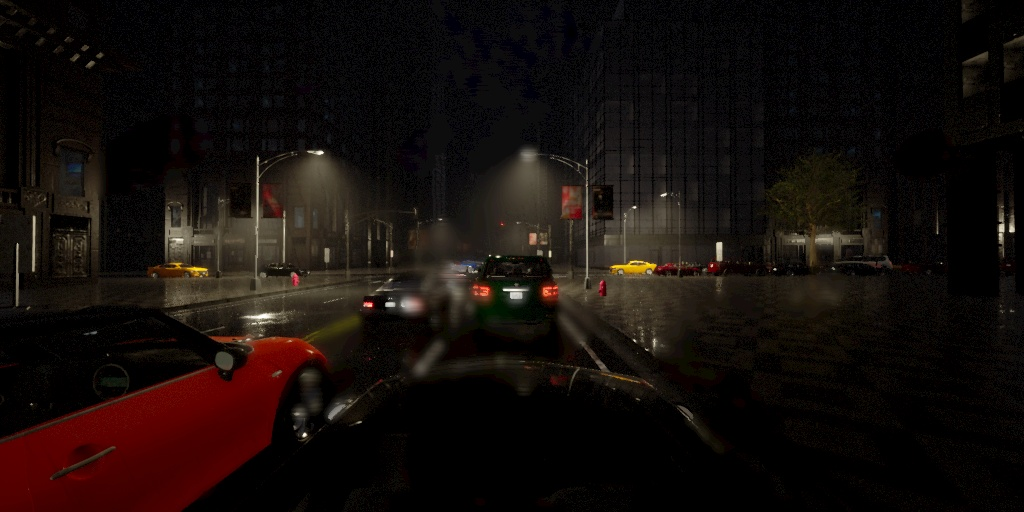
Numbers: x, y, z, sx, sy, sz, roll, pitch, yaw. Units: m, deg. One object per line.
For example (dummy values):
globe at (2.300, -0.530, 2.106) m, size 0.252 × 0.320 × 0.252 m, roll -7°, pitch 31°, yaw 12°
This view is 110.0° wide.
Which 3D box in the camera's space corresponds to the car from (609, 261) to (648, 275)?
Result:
car at (13.172, 1.299, 39.118) m, size 5.008 × 1.535 × 1.882 m, roll 0°, pitch -1°, yaw -1°

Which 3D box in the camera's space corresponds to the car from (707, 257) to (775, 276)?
car at (21.008, 1.041, 33.449) m, size 5.009 × 1.841 × 2.192 m, roll 0°, pitch 0°, yaw -1°

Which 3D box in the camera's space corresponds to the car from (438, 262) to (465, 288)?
car at (-3.122, 1.280, 21.491) m, size 2.128 × 1.511 × 4.902 m, roll 0°, pitch 0°, yaw 0°

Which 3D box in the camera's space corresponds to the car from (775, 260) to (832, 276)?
car at (26.645, 1.276, 33.526) m, size 4.313 × 1.339 × 1.948 m, roll 0°, pitch 0°, yaw -1°

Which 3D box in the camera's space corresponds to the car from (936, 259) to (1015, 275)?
car at (43.558, 1.214, 33.761) m, size 4.507 × 1.381 × 1.888 m, roll 0°, pitch 0°, yaw -1°

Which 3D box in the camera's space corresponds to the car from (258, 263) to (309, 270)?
car at (-22.556, 1.432, 35.460) m, size 4.892 × 1.490 × 1.837 m, roll 0°, pitch -1°, yaw 0°

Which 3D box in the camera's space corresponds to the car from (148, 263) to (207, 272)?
car at (-32.981, 1.453, 35.489) m, size 5.008 × 1.535 × 1.882 m, roll 0°, pitch -1°, yaw 0°

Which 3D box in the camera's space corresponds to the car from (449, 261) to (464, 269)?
car at (-9.713, 1.572, 63.218) m, size 1.812 × 1.442 × 4.674 m, roll 0°, pitch 0°, yaw 1°

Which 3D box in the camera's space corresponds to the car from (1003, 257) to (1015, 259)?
car at (49.197, 0.973, 33.839) m, size 5.009 × 1.841 × 2.192 m, roll 0°, pitch 0°, yaw -1°

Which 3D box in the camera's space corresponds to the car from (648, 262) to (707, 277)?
car at (15.369, 1.327, 33.370) m, size 4.207 × 1.307 × 1.802 m, roll 0°, pitch 0°, yaw -1°

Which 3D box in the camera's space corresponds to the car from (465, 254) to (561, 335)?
car at (0.115, 0.979, 10.670) m, size 2.150 × 2.045 × 5.566 m, roll 0°, pitch 0°, yaw 0°

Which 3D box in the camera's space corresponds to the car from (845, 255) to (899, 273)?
car at (38.299, 0.971, 39.431) m, size 5.566 × 2.045 × 2.150 m, roll 0°, pitch -1°, yaw 1°

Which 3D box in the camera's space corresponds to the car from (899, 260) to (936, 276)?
car at (42.570, 1.179, 36.378) m, size 5.008 × 1.535 × 1.882 m, roll 0°, pitch -1°, yaw 0°

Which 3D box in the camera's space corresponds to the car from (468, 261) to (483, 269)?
car at (-6.454, 1.600, 64.073) m, size 2.033 × 1.411 × 5.357 m, roll 0°, pitch 0°, yaw 1°

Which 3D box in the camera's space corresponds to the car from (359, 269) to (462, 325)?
car at (-3.120, 1.307, 11.754) m, size 2.033 × 1.411 × 5.357 m, roll 0°, pitch 0°, yaw 0°

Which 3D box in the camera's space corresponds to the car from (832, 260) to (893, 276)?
car at (32.282, 1.260, 33.605) m, size 4.313 × 1.339 × 1.948 m, roll 0°, pitch 0°, yaw -1°

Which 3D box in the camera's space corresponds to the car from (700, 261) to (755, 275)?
car at (23.511, 1.291, 39.257) m, size 4.892 × 1.490 × 1.837 m, roll 0°, pitch -1°, yaw -1°

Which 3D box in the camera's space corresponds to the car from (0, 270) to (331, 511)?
car at (-3.146, 1.102, 2.342) m, size 2.097 × 1.767 × 4.553 m, roll 0°, pitch 0°, yaw 0°
